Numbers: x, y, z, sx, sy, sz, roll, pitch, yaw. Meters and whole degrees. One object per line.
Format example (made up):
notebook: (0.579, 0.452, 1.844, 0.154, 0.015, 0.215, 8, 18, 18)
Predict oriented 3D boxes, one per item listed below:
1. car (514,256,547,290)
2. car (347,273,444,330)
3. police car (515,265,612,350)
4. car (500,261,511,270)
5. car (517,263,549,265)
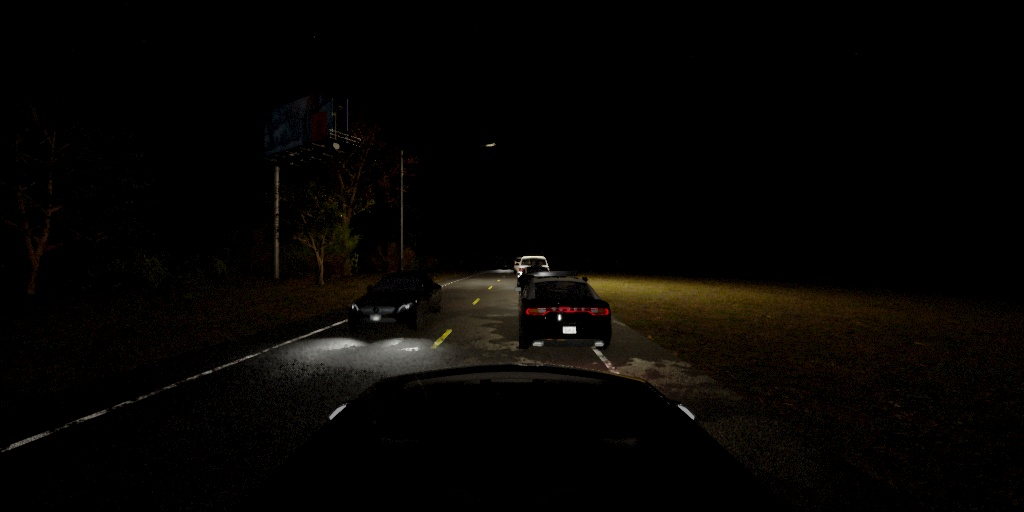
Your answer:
car: (1.460, 1.044, 25.140, 2.150, 2.045, 5.566, 0, 0, 2)
car: (-3.384, 1.290, 11.323, 1.812, 1.442, 4.674, 0, 0, 1)
police car: (1.104, 1.184, 9.275, 1.930, 1.638, 5.238, 0, 0, 1)
car: (-1.023, 1.612, 61.942, 2.128, 1.511, 4.902, 0, -1, 5)
car: (1.288, 1.296, 19.131, 1.837, 1.490, 4.892, 0, 0, 1)
